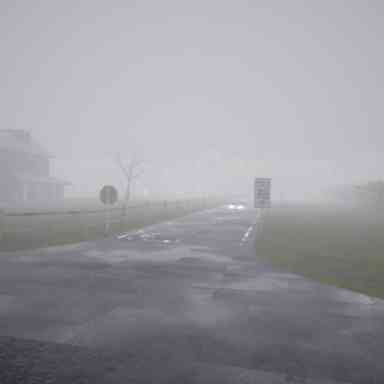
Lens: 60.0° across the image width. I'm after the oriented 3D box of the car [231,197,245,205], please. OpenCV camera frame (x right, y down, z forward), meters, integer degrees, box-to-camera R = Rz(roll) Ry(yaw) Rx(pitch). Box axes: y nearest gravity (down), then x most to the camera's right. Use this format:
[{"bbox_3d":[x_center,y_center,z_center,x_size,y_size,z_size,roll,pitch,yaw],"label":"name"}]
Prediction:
[{"bbox_3d":[7.538,1.407,53.847,1.895,1.301,4.718,2,0,14],"label":"car"}]
